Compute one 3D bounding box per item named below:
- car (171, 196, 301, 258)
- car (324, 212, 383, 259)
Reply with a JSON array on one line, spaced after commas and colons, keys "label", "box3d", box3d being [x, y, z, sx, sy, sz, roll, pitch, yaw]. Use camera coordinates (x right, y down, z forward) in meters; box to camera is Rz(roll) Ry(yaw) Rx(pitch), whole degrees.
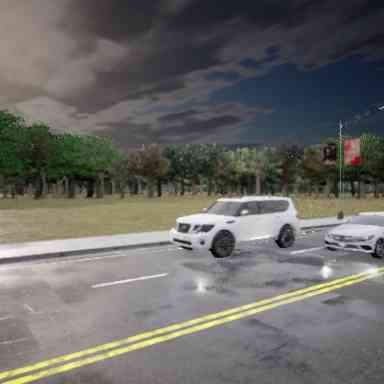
[{"label": "car", "box3d": [1.881, 1.199, 13.012, 5.566, 2.045, 2.150, 0, 0, -35]}, {"label": "car", "box3d": [7.008, 1.495, 12.673, 4.674, 1.442, 1.812, 0, 0, -35]}]
